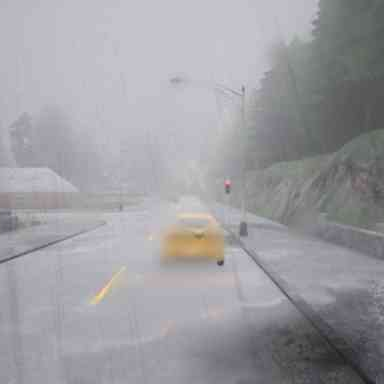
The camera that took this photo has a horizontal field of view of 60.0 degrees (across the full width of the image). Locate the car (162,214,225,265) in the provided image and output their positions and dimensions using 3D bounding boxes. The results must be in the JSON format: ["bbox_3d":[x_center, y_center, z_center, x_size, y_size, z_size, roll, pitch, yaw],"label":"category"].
[{"bbox_3d":[0.050,1.494,11.731,1.882,1.535,5.008,0,0,0],"label":"car"}]

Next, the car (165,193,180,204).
[{"bbox_3d":[-4.030,1.309,65.408,2.150,2.045,5.566,0,0,0],"label":"car"}]

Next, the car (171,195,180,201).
[{"bbox_3d":[-4.019,1.572,81.832,1.994,1.385,4.181,0,0,0],"label":"car"}]
